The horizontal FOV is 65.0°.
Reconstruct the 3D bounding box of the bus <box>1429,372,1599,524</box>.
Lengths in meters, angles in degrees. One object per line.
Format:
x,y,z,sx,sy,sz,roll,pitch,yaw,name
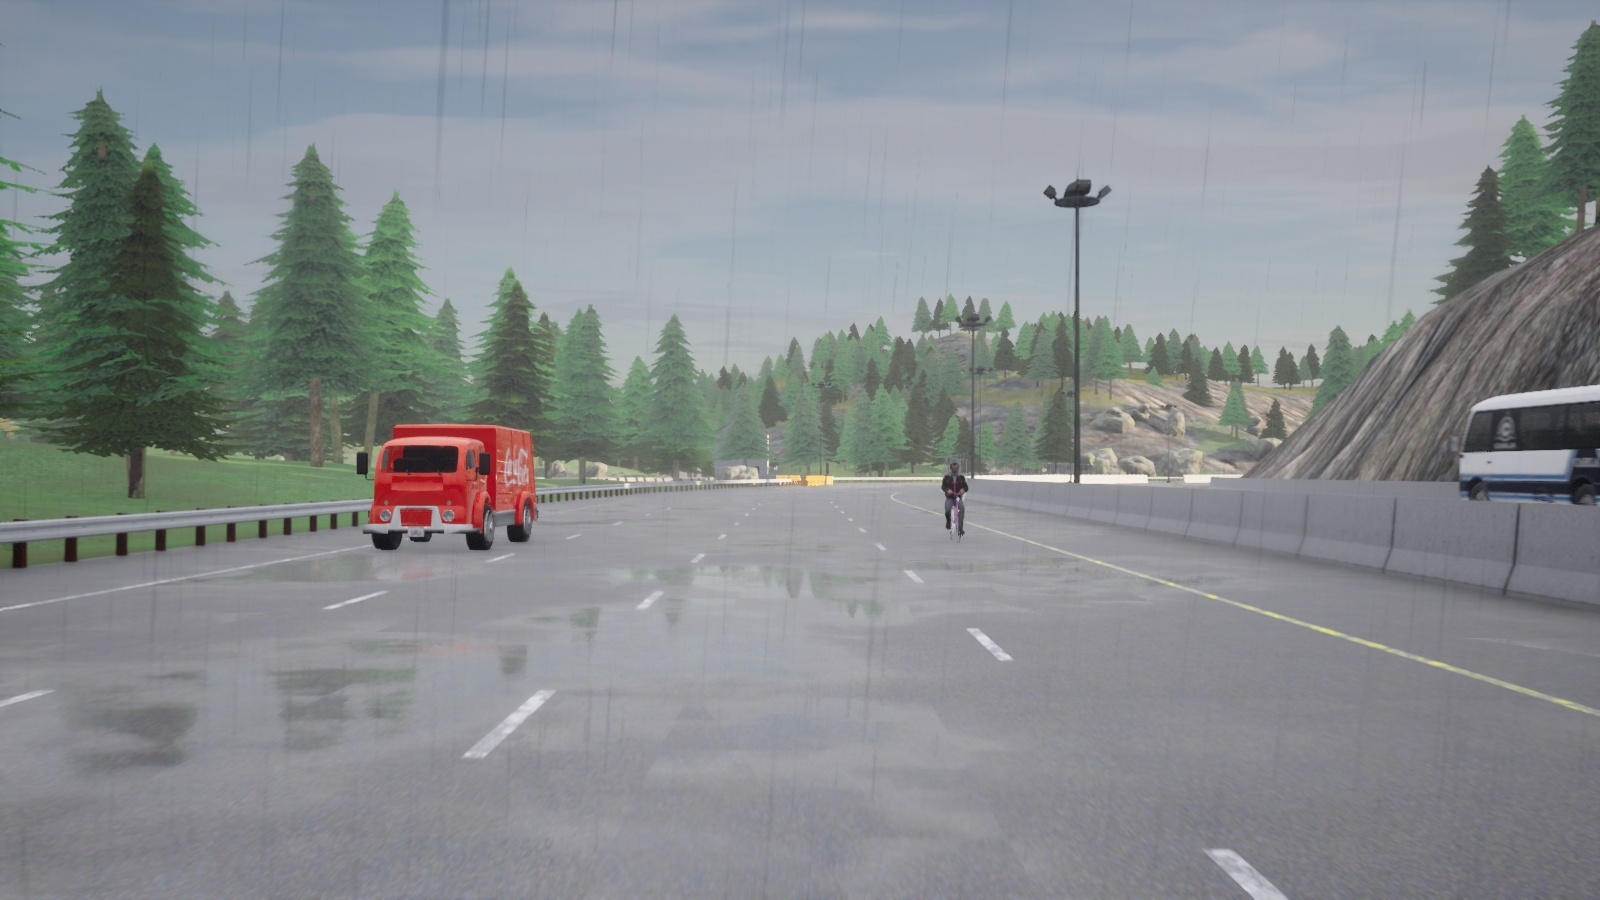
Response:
24.398,0.003,39.583,3.944,4.253,10.273,0,-1,0,bus

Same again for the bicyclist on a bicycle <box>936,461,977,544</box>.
3.432,1.134,27.626,0.659,1.776,1.843,0,-1,0,bicyclist on a bicycle

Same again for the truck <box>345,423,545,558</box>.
-7.064,0.786,25.702,2.627,2.467,5.204,0,-1,0,truck
